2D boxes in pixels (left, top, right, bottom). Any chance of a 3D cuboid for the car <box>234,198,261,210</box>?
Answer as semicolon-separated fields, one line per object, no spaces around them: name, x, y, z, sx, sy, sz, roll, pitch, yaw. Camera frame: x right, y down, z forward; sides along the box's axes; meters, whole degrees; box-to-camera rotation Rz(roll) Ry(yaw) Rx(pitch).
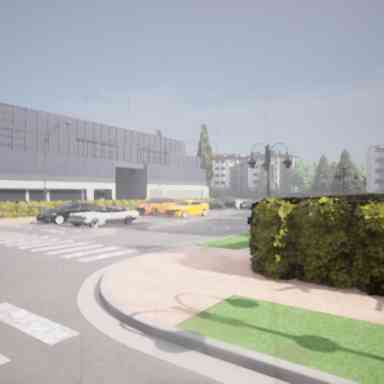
car;7.536;1.472;41.149;2.128;1.511;4.902;0;0;35

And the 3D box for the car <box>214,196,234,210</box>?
car;3.845;1.326;41.978;2.097;1.767;4.553;0;0;35

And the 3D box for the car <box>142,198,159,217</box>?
car;-3.389;1.326;31.691;2.097;1.767;4.553;0;0;35

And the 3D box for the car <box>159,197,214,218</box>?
car;-0.413;1.459;29.839;1.882;1.535;5.008;0;0;35

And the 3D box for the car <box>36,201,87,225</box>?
car;-8.760;1.478;24.175;1.837;1.490;4.892;0;0;37

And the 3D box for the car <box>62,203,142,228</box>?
car;-5.816;1.582;22.128;1.895;1.301;4.718;0;0;34
